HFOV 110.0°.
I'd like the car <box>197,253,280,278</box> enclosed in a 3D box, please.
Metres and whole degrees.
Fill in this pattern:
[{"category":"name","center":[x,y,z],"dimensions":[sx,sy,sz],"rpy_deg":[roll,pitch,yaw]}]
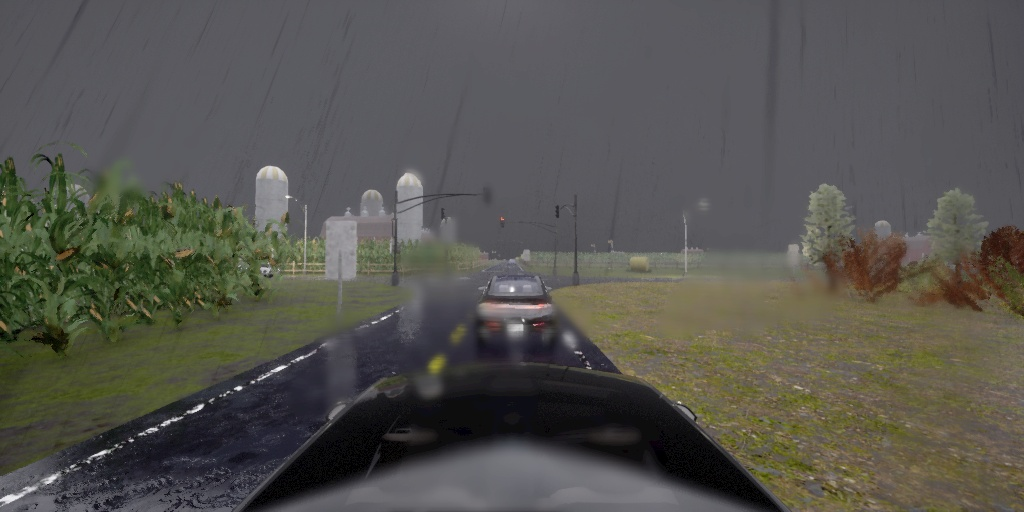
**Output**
[{"category":"car","center":[-21.822,0.774,28.667],"dimensions":[5.566,2.045,2.150],"rpy_deg":[0,-1,-3]}]

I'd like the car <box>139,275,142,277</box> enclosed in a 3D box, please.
[{"category":"car","center":[-31.932,0.694,28.129],"dimensions":[5.566,2.045,2.150],"rpy_deg":[0,-1,-3]}]

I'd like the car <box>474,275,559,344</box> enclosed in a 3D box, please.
[{"category":"car","center":[0.101,1.245,9.623],"dimensions":[2.128,1.511,4.902],"rpy_deg":[0,0,0]}]

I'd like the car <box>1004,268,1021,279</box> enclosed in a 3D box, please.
[{"category":"car","center":[48.666,1.720,33.478],"dimensions":[4.674,1.442,1.812],"rpy_deg":[1,-1,-5]}]
